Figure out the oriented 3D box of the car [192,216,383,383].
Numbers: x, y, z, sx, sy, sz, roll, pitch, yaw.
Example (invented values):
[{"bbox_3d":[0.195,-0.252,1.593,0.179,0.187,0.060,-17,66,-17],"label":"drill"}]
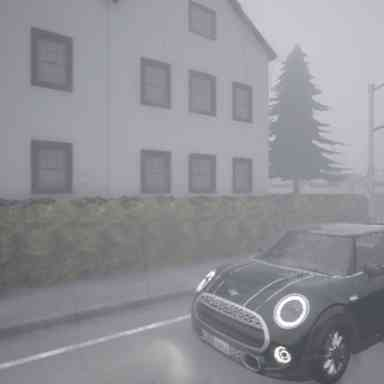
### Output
[{"bbox_3d":[2.212,1.349,5.507,4.553,1.767,2.097,0,0,-35],"label":"car"}]
